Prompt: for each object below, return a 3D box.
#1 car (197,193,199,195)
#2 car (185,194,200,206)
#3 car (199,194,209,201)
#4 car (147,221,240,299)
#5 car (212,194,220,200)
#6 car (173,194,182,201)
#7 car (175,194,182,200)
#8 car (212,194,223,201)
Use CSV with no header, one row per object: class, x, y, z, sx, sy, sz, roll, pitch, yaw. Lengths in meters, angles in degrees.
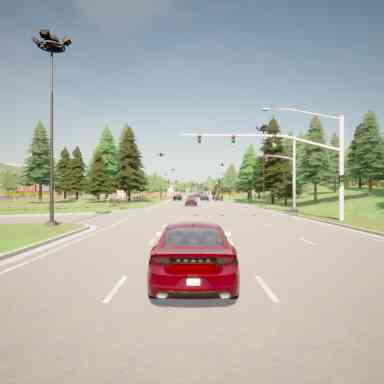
car,3.238,1.357,94.141,2.128,1.511,4.902,0,0,0
car,-0.147,1.525,53.098,1.812,1.442,4.674,0,0,0
car,3.266,1.516,84.138,1.812,1.442,4.674,0,0,0
car,0.040,1.478,8.496,1.882,1.535,5.008,0,0,0
car,6.738,1.372,94.151,2.033,1.411,5.357,0,0,0
car,-3.733,1.469,83.702,1.882,1.535,5.008,0,0,0
car,-3.762,1.310,94.121,1.882,1.535,5.008,0,0,0
car,6.767,1.516,83.731,2.128,1.511,4.902,0,0,0
